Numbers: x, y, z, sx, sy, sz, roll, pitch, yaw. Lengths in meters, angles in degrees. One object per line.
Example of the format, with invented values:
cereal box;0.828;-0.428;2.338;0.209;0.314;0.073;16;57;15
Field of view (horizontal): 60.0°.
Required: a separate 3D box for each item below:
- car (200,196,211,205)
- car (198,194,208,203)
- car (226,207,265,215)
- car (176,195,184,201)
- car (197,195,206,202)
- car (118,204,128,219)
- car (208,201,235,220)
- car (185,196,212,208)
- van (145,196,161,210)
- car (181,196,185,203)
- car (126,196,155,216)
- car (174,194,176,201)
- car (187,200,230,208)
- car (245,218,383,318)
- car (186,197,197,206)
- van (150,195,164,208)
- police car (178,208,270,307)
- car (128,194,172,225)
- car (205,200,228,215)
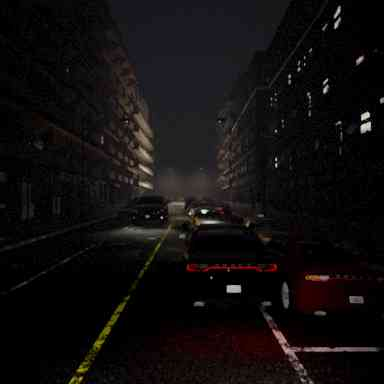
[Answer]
car;2.474;1.577;62.731;1.967;1.590;4.097;1;0;0
car;2.414;1.495;73.793;2.192;1.841;5.009;1;0;0
car;2.560;1.537;13.125;1.752;1.417;4.829;1;0;0
car;-2.920;1.606;89.399;2.097;1.767;4.553;0;0;0
car;2.389;1.672;84.856;1.967;1.590;4.097;1;0;0
car;-5.351;1.566;29.423;1.752;1.417;4.829;2;0;0
car;2.528;1.586;29.545;1.887;1.381;4.507;1;0;0
car;0.778;1.381;24.062;2.097;1.767;4.553;0;0;0
van;-5.379;1.421;46.184;1.690;1.788;3.998;2;0;0
car;-0.077;1.624;45.142;2.033;1.411;5.357;0;0;0
car;-5.357;1.368;35.125;2.192;1.841;5.009;2;0;0
car;-5.449;1.771;79.368;1.947;1.339;4.313;1;0;0
car;0.790;1.475;18.281;1.801;1.575;5.366;0;0;0
car;2.570;1.551;7.423;1.887;1.381;4.507;1;0;0
car;-0.112;1.627;58.811;1.837;1.490;4.892;0;0;0
van;-5.390;1.439;51.716;1.690;1.788;3.998;1;0;0
police car;0.694;1.432;8.194;1.930;1.638;5.238;0;0;0
car;-2.896;1.252;24.388;2.150;2.045;5.566;0;0;0
car;2.517;1.603;35.077;2.008;1.369;4.403;1;0;0
